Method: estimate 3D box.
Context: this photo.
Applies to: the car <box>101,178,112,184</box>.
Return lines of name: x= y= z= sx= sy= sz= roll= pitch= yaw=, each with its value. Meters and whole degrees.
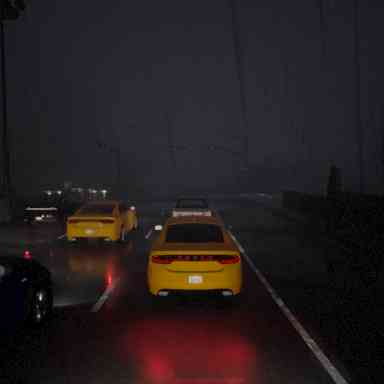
car: x=-21.634 y=-2.721 z=84.351 sx=1.812 sy=1.442 sz=4.674 roll=0 pitch=3 yaw=0

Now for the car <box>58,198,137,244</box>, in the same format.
car: x=-3.493 y=1.062 z=13.709 sx=1.882 sy=1.535 sz=5.008 roll=0 pitch=3 yaw=0

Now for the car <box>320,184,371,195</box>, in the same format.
car: x=17.672 y=-0.215 z=37.770 sx=4.902 sy=1.511 sz=2.128 roll=0 pitch=3 yaw=2

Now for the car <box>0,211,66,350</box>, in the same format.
car: x=-3.426 y=1.313 z=3.878 sx=2.097 sy=1.767 sz=4.553 roll=0 pitch=1 yaw=0

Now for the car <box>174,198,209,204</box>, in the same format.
car: x=-0.020 y=0.974 z=17.754 sx=1.895 sy=1.301 sz=4.718 roll=0 pitch=3 yaw=0

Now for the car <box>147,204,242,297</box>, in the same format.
car: x=0.045 y=1.316 z=8.386 sx=1.882 sy=1.535 sz=5.008 roll=0 pitch=2 yaw=0

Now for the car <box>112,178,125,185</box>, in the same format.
car: x=-18.120 y=-2.620 z=82.545 sx=2.128 sy=1.511 sz=4.902 roll=0 pitch=3 yaw=0

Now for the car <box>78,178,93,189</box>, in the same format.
car: x=-18.004 y=-1.323 z=58.672 sx=1.812 sy=1.442 sz=4.674 roll=0 pitch=3 yaw=0

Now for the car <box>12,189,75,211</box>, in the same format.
car: x=-7.022 y=0.866 z=17.620 sx=2.128 sy=1.511 sz=4.902 roll=0 pitch=3 yaw=0

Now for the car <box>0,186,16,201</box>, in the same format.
car: x=-17.818 y=0.197 z=30.029 sx=2.128 sy=1.511 sz=4.902 roll=0 pitch=3 yaw=0

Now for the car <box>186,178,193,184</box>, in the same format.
car: x=-0.650 y=-2.832 z=86.559 sx=2.128 sy=1.511 sz=4.902 roll=0 pitch=3 yaw=0

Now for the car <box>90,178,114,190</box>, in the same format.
car: x=-14.452 y=-1.088 z=53.960 sx=1.837 sy=1.490 sz=4.892 roll=0 pitch=3 yaw=-1

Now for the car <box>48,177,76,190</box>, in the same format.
car: x=-21.485 y=-1.398 z=54.404 sx=2.150 sy=2.045 sz=5.566 roll=0 pitch=3 yaw=0

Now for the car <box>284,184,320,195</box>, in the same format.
car: x=13.813 y=-0.303 z=41.396 sx=4.718 sy=1.301 sz=1.895 roll=0 pitch=3 yaw=2

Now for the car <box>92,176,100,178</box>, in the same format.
car: x=-21.556 y=-2.464 z=74.143 sx=2.150 sy=2.045 sz=5.566 roll=0 pitch=3 yaw=0

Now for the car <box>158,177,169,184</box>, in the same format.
car: x=-7.646 y=-2.818 z=86.046 sx=2.128 sy=1.511 sz=4.902 roll=0 pitch=3 yaw=0

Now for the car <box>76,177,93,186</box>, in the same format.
car: x=-21.493 y=-1.662 z=64.259 sx=2.128 sy=1.511 sz=4.902 roll=0 pitch=3 yaw=0

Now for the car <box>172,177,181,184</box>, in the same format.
car: x=-4.147 y=-2.868 z=86.070 sx=1.882 sy=1.535 sz=5.008 roll=0 pitch=3 yaw=0

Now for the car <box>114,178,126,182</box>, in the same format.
car: x=-14.517 y=-1.620 z=63.262 sx=1.882 sy=1.535 sz=5.008 roll=0 pitch=3 yaw=0

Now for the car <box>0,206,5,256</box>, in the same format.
car: x=-6.954 y=1.322 z=8.210 sx=1.882 sy=1.535 sz=5.008 roll=0 pitch=2 yaw=0
